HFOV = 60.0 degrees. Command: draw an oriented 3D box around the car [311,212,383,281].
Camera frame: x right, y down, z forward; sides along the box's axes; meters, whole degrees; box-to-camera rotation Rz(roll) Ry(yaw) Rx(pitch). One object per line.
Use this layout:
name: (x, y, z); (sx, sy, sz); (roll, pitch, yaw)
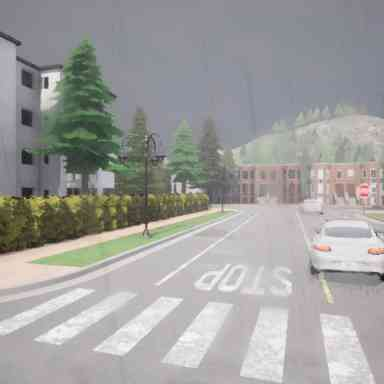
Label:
car: (4.585, 1.530, 9.838); (1.812, 1.442, 4.674); (-1, -1, 23)

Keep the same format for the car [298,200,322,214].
car: (12.115, 1.521, 34.185); (1.812, 1.442, 4.674); (0, 0, 11)
